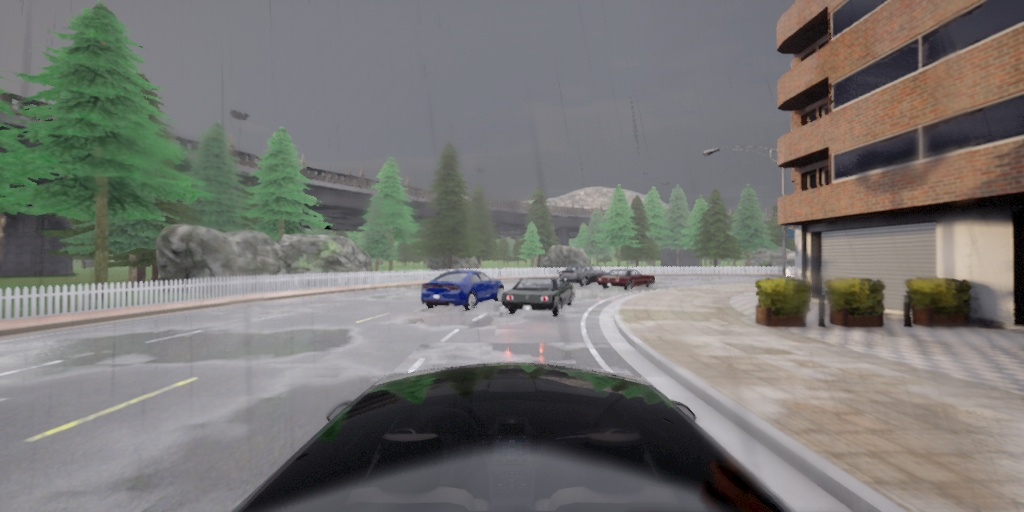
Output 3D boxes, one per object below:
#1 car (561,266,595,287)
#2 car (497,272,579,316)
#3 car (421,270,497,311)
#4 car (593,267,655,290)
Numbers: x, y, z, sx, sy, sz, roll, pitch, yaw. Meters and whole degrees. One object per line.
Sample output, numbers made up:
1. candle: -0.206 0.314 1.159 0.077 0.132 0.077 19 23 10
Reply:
1. car: 5.619 1.482 27.071 4.902 1.511 2.128 0 -1 -42
2. car: 1.229 1.468 14.151 1.895 1.301 4.718 0 -1 19
3. car: -1.950 1.357 15.559 1.882 1.535 5.008 0 0 20
4. car: 7.853 1.565 24.402 4.718 1.301 1.895 0 -1 -42
